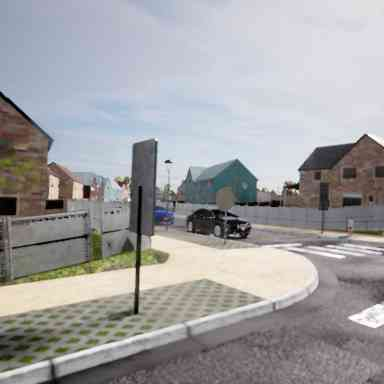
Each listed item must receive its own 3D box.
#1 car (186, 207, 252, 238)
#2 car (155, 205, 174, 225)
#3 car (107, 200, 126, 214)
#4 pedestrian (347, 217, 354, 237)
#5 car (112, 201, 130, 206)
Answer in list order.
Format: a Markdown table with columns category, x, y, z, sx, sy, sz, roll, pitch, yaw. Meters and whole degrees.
| category | x | y | z | sx | sy | sz | roll | pitch | yaw |
| --- | --- | --- | --- | --- | --- | --- | --- | --- | --- |
| car | 1.379 | 1.650 | 18.717 | 1.837 | 1.490 | 4.892 | 3 | -2 | -29 |
| car | -3.031 | 1.783 | 27.202 | 1.882 | 1.535 | 5.008 | 3 | -2 | -25 |
| car | -10.365 | 1.966 | 45.312 | 2.097 | 1.767 | 4.553 | 2 | -2 | -18 |
| pedestrian | 8.484 | 1.846 | 17.801 | 0.500 | 1.100 | 0.500 | 2 | -1 | -31 |
| car | -6.970 | 1.821 | 36.176 | 2.097 | 1.767 | 4.553 | 3 | -2 | -22 |
